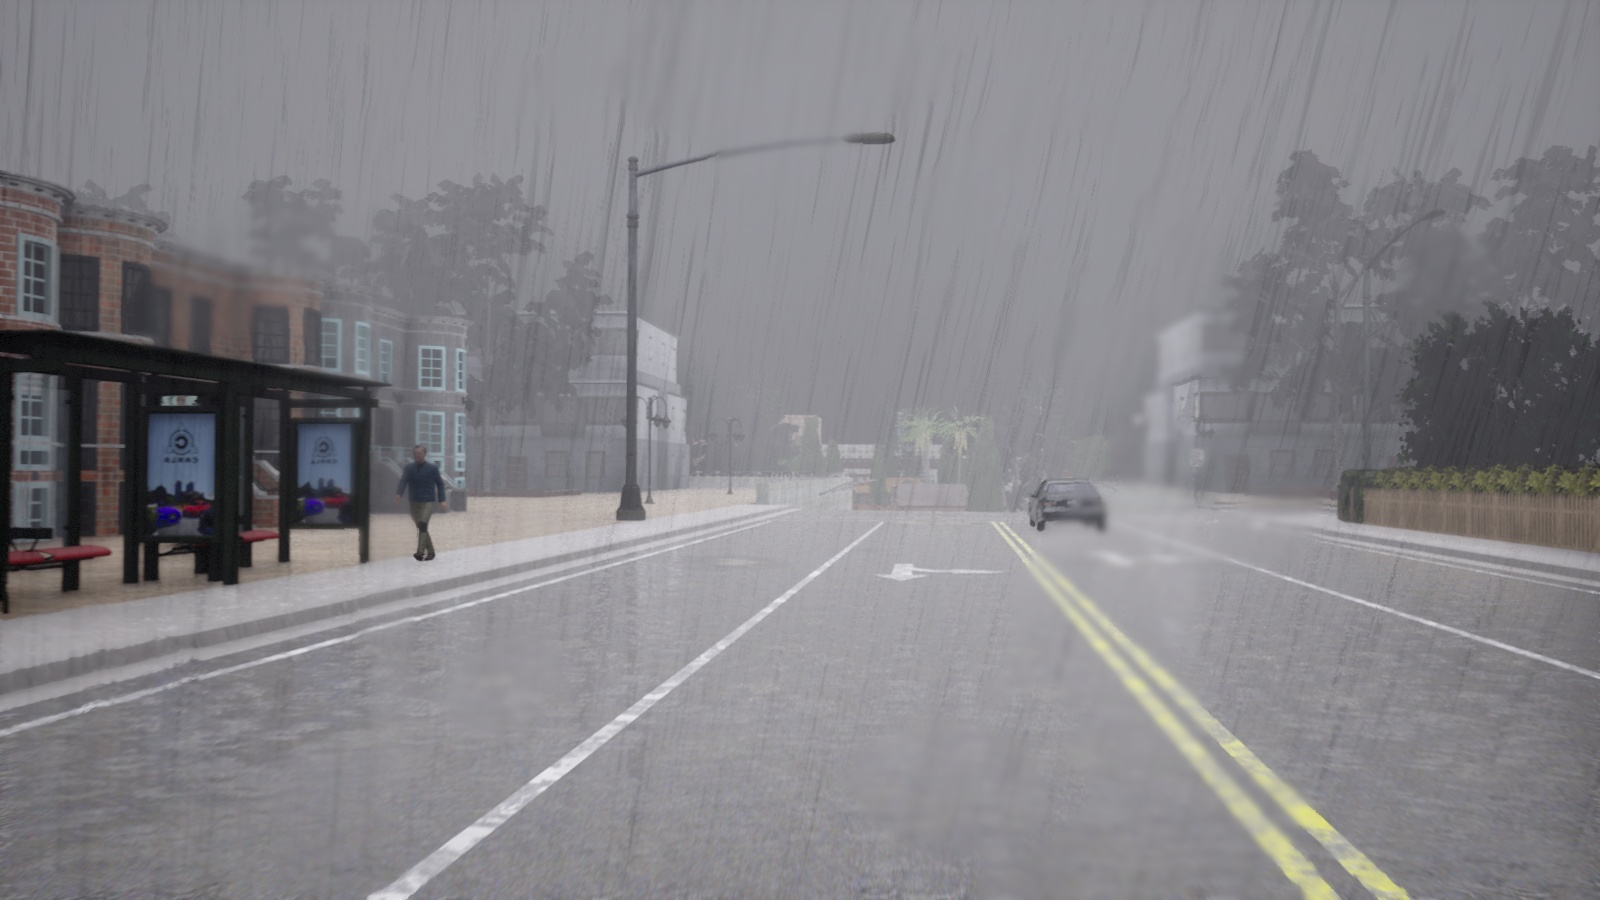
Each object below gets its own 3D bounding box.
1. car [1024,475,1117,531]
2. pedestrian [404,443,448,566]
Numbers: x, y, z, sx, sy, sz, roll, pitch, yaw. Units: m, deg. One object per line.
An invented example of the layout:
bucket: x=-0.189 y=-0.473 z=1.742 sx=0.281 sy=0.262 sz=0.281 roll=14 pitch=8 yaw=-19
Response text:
car: x=7.442 y=1.422 z=35.013 sx=2.033 sy=1.411 sz=5.357 roll=0 pitch=-1 yaw=7
pedestrian: x=-5.730 y=0.825 z=19.248 sx=0.402 sy=1.842 sz=0.726 roll=0 pitch=-1 yaw=5
